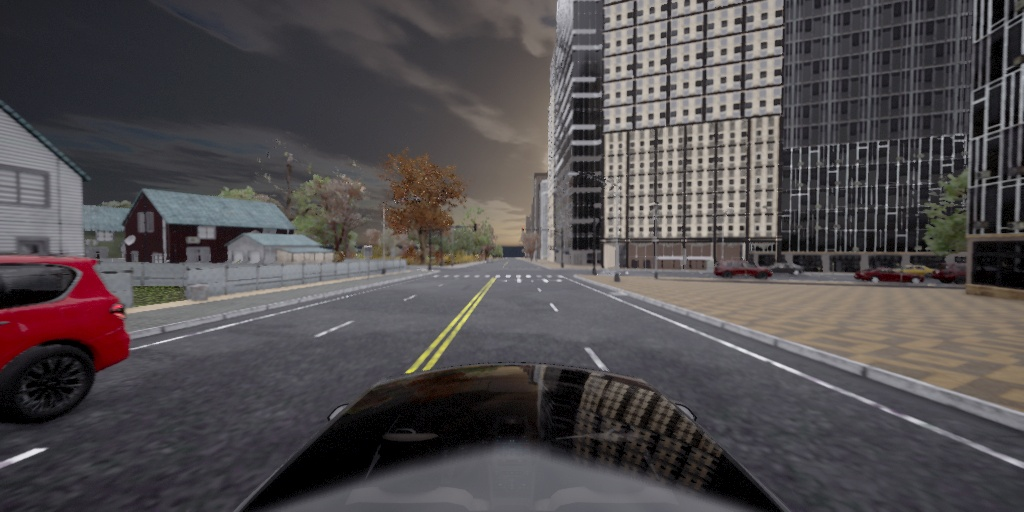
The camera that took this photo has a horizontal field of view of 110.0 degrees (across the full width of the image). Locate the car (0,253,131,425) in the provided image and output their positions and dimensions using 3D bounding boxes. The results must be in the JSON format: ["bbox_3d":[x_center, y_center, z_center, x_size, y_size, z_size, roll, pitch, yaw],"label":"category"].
[{"bbox_3d":[-6.600,0.973,2.814,2.150,2.045,5.566,0,0,0],"label":"car"}]

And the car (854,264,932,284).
[{"bbox_3d":[33.667,1.721,32.139,4.507,1.381,1.888,0,0,20],"label":"car"}]

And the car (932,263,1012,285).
[{"bbox_3d":[38.990,1.535,30.188,5.009,1.841,2.192,0,0,20],"label":"car"}]

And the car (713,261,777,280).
[{"bbox_3d":[23.022,1.403,36.040,5.009,1.841,2.192,0,0,20],"label":"car"}]

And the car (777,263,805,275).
[{"bbox_3d":[31.057,1.479,41.486,4.403,1.370,2.007,0,0,20],"label":"car"}]
